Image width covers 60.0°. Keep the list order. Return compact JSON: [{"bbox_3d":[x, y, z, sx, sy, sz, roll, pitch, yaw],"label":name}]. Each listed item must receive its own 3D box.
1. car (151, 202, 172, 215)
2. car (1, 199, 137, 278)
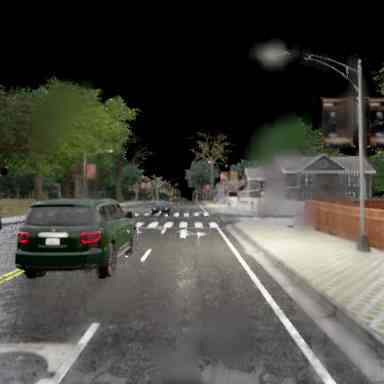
[{"bbox_3d":[-3.151,1.689,35.537,1.895,1.301,4.718,0,0,0],"label":"car"},{"bbox_3d":[-3.151,1.216,10.220,2.150,2.045,5.566,0,0,0],"label":"car"}]
